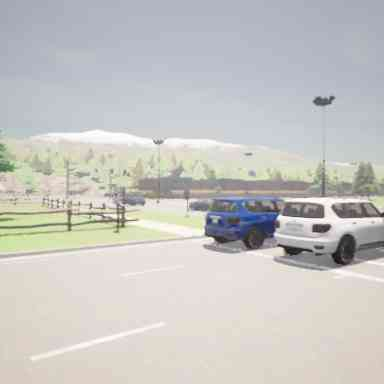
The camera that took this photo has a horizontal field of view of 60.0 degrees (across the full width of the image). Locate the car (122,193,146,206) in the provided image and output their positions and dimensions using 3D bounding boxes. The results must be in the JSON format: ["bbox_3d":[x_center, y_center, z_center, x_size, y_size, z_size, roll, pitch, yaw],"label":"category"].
[{"bbox_3d":[-9.548,1.236,54.155,2.150,2.045,5.566,0,0,-35],"label":"car"}]

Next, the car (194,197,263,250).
[{"bbox_3d":[3.084,1.226,14.544,5.566,2.045,2.150,0,0,-36],"label":"car"}]

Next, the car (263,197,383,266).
[{"bbox_3d":[5.344,1.225,11.858,5.566,2.045,2.150,0,0,-35],"label":"car"}]

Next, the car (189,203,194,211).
[{"bbox_3d":[1.786,1.555,37.860,2.033,1.411,5.357,0,0,-35],"label":"car"}]
